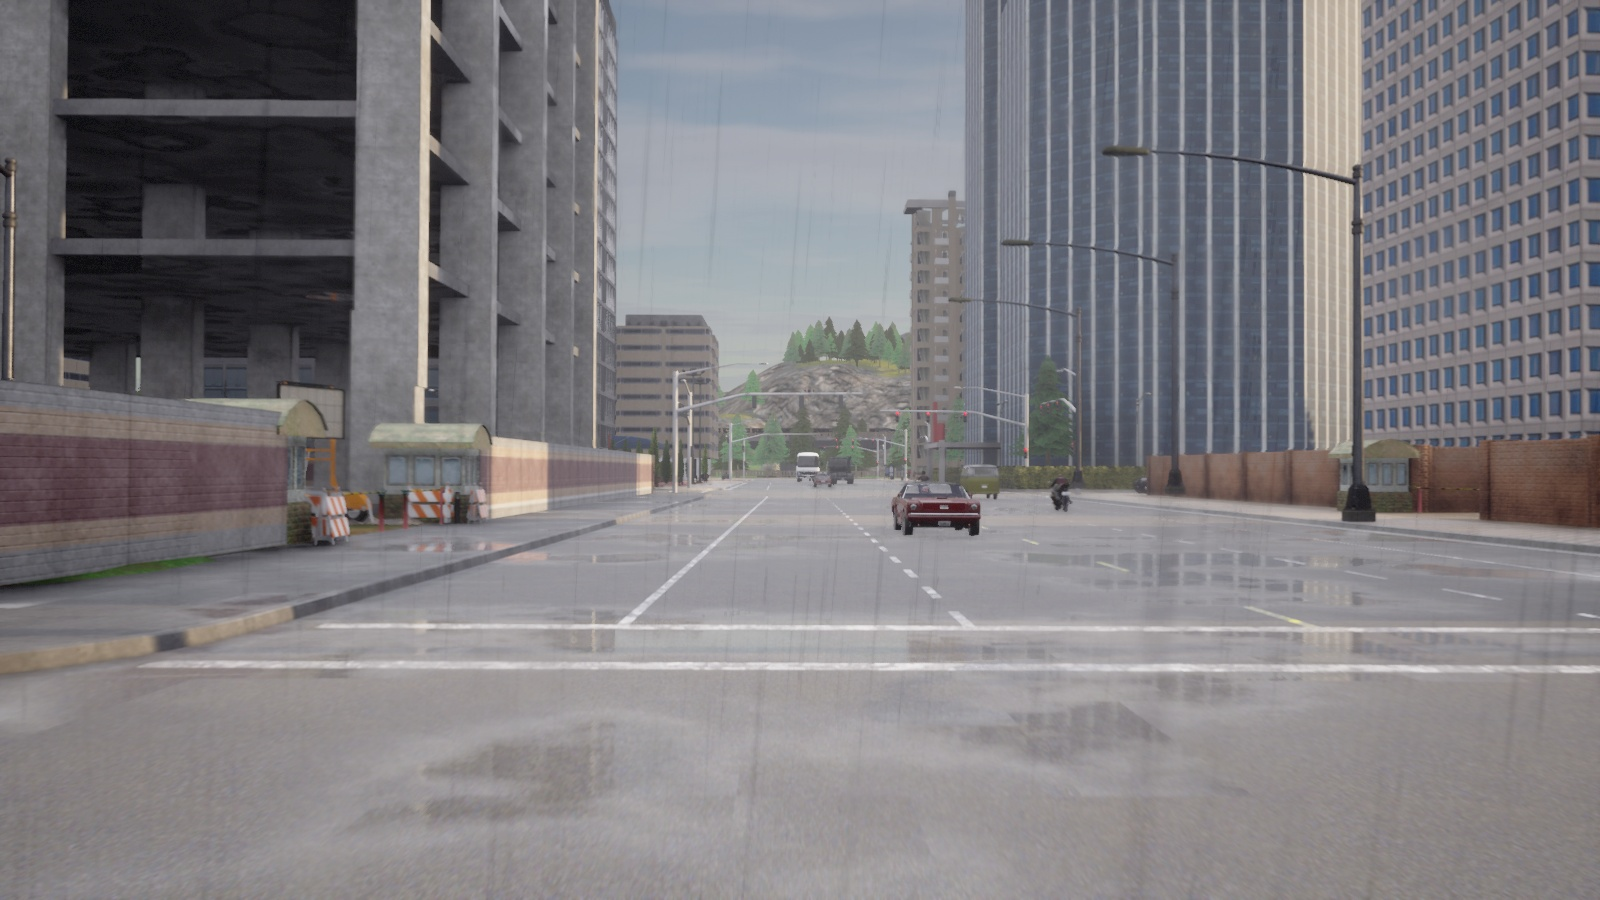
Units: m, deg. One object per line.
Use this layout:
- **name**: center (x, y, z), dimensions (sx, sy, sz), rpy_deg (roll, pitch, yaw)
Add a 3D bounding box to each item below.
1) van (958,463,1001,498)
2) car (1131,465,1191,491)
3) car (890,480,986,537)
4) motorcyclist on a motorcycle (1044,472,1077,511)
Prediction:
- **van**: center (10.318, 1.739, 72.452), dimensions (1.775, 1.987, 4.442), rpy_deg (0, -1, 0)
- **car**: center (26.614, 2.054, 92.606), dimensions (3.866, 1.878, 1.905), rpy_deg (0, -1, 0)
- **car**: center (3.425, 1.437, 31.987), dimensions (1.895, 1.301, 4.718), rpy_deg (0, -1, 0)
- **motorcyclist on a motorcycle**: center (10.382, 1.647, 50.121), dimensions (0.866, 1.530, 2.191), rpy_deg (0, -1, 0)
